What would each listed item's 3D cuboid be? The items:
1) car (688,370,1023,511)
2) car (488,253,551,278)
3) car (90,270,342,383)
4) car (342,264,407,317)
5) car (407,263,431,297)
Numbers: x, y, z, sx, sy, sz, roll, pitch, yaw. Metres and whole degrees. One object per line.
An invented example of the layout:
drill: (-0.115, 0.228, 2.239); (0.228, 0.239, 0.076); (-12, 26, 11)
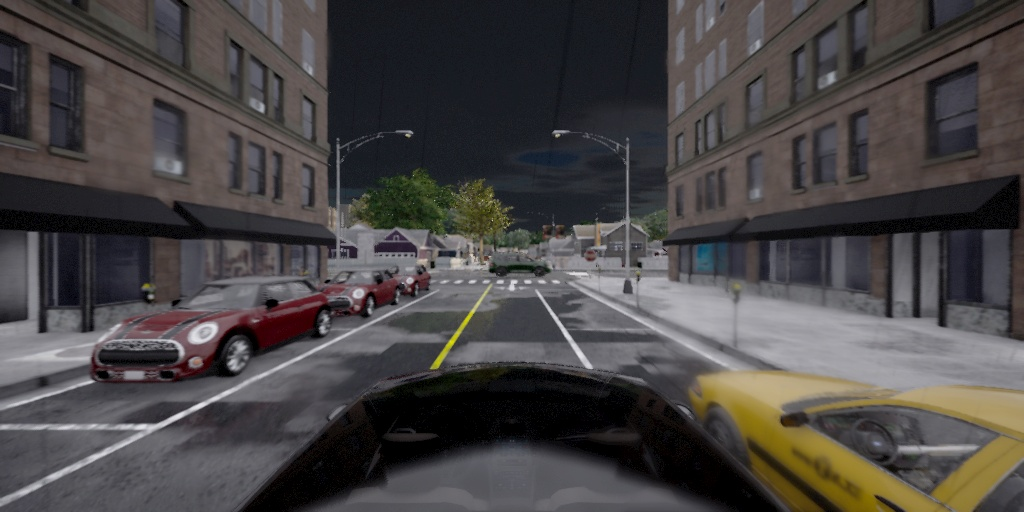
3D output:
car: (2.652, 1.276, 1.785); (1.751, 1.417, 4.829); (0, 0, 0)
car: (0.647, 0.848, 31.880); (5.566, 2.045, 2.150); (0, 0, 0)
car: (-5.396, 1.169, 7.113); (1.967, 1.591, 4.097); (0, 0, 0)
car: (-5.396, 1.148, 12.617); (1.967, 1.591, 4.097); (0, 0, 0)
car: (-5.397, 1.127, 18.121); (1.967, 1.591, 4.097); (0, 0, 0)
